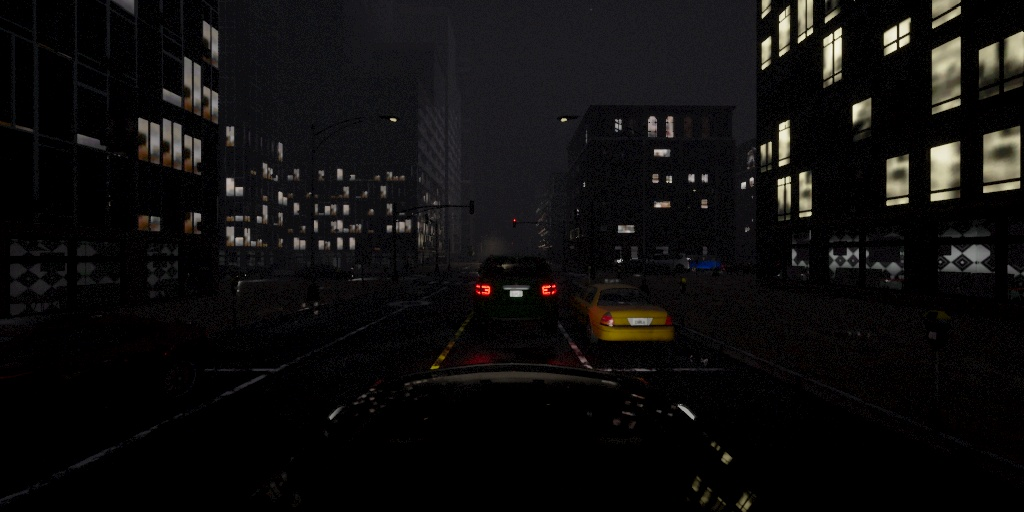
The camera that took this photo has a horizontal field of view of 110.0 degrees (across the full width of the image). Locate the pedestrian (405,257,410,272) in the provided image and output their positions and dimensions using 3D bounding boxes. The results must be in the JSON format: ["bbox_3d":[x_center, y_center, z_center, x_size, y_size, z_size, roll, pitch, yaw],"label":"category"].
[{"bbox_3d":[-12.390,1.020,42.297,0.375,1.860,0.375,0,1,-1],"label":"pedestrian"}]

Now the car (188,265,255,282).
[{"bbox_3d":[-27.536,1.602,33.726,4.892,1.490,1.837,-1,0,-1],"label":"car"}]

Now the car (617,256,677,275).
[{"bbox_3d":[12.607,1.066,34.281,4.902,1.511,2.128,-1,0,0],"label":"car"}]

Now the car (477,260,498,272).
[{"bbox_3d":[-3.115,1.298,46.331,2.033,1.411,5.357,0,0,3],"label":"car"}]

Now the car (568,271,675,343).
[{"bbox_3d":[2.558,1.275,9.475,1.751,1.417,4.829,0,0,0],"label":"car"}]

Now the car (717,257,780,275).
[{"bbox_3d":[21.057,1.019,31.878,4.507,1.381,1.888,0,0,-1],"label":"car"}]

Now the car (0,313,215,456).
[{"bbox_3d":[-5.317,1.332,3.738,1.802,1.307,4.207,0,0,0],"label":"car"}]

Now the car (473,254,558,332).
[{"bbox_3d":[0.090,0.971,11.028,2.150,2.045,5.566,0,0,0],"label":"car"}]

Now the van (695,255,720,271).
[{"bbox_3d":[20.941,0.799,39.758,3.998,1.789,1.690,0,0,-1],"label":"van"}]

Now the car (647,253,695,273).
[{"bbox_3d":[15.398,0.755,37.228,5.566,2.045,2.150,-1,0,-1],"label":"car"}]

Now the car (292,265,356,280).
[{"bbox_3d":[-17.721,1.514,33.861,5.357,1.411,2.033,-1,0,-1],"label":"car"}]

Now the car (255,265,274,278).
[{"bbox_3d":[-28.439,1.648,39.096,4.403,1.370,2.007,0,0,-1],"label":"car"}]
